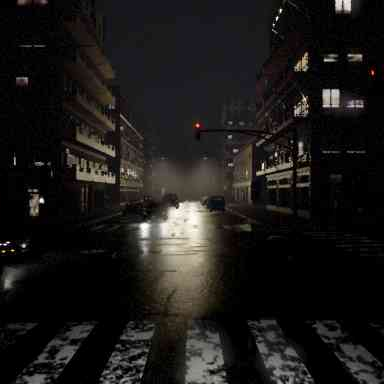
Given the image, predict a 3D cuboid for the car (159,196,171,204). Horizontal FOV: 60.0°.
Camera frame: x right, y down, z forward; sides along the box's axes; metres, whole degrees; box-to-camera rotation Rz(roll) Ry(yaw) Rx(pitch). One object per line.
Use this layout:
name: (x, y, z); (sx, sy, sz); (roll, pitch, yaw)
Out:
car: (-5.253, 1.524, 65.383); (1.887, 1.381, 4.507); (0, 0, 0)

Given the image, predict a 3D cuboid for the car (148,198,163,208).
car: (-5.317, 1.568, 48.640); (1.802, 1.307, 4.206); (0, 0, 0)

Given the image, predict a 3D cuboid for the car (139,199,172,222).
car: (-2.782, 1.520, 26.243); (1.812, 1.442, 4.674); (0, 0, -1)

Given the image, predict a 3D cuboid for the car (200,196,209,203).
car: (2.632, 1.520, 70.957); (1.887, 1.381, 4.507); (0, 0, 0)

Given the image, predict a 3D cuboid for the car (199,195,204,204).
car: (2.619, 1.550, 54.213); (1.947, 1.339, 4.313); (0, 0, 0)

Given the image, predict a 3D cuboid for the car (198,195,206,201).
car: (2.648, 1.527, 87.702); (1.947, 1.339, 4.313); (0, 0, 0)

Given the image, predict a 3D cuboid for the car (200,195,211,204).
car: (2.627, 1.419, 65.376); (1.967, 1.590, 4.097); (0, 0, 0)

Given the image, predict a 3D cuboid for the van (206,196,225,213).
van: (2.730, 1.331, 36.847); (1.690, 1.788, 3.998); (0, 0, 0)

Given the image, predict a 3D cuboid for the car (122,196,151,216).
car: (-5.414, 1.432, 31.895); (1.967, 1.590, 4.097); (0, 0, 0)

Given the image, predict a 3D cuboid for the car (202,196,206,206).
car: (2.701, 1.533, 43.051); (1.887, 1.381, 4.507); (0, 0, 0)

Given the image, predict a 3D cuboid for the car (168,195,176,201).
car: (-5.233, 1.512, 87.709); (2.008, 1.369, 4.403); (0, 0, 0)

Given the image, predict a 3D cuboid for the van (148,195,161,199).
van: (-5.369, 1.329, 43.059); (1.690, 1.788, 3.998); (0, 0, 0)

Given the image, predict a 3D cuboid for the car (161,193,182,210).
car: (-2.806, 1.210, 43.737); (2.150, 2.045, 5.566); (0, 0, 0)

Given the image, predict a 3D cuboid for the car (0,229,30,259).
car: (-8.218, 1.635, 11.451); (4.892, 1.490, 1.837); (-1, 0, 0)
